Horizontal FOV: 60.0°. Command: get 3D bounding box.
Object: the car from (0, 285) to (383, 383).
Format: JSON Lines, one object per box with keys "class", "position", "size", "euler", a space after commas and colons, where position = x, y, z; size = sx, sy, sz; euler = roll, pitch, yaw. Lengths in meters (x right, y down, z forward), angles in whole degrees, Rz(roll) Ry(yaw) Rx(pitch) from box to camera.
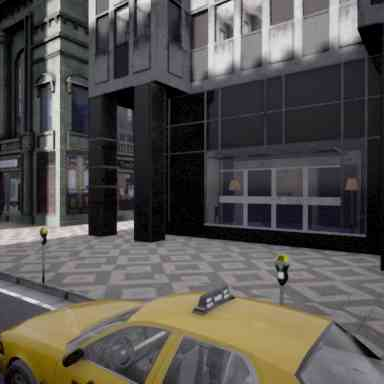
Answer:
{"class": "car", "position": [-0.021, 1.525, 2.979], "size": [4.829, 1.417, 1.752], "euler": [0, 0, 36]}
